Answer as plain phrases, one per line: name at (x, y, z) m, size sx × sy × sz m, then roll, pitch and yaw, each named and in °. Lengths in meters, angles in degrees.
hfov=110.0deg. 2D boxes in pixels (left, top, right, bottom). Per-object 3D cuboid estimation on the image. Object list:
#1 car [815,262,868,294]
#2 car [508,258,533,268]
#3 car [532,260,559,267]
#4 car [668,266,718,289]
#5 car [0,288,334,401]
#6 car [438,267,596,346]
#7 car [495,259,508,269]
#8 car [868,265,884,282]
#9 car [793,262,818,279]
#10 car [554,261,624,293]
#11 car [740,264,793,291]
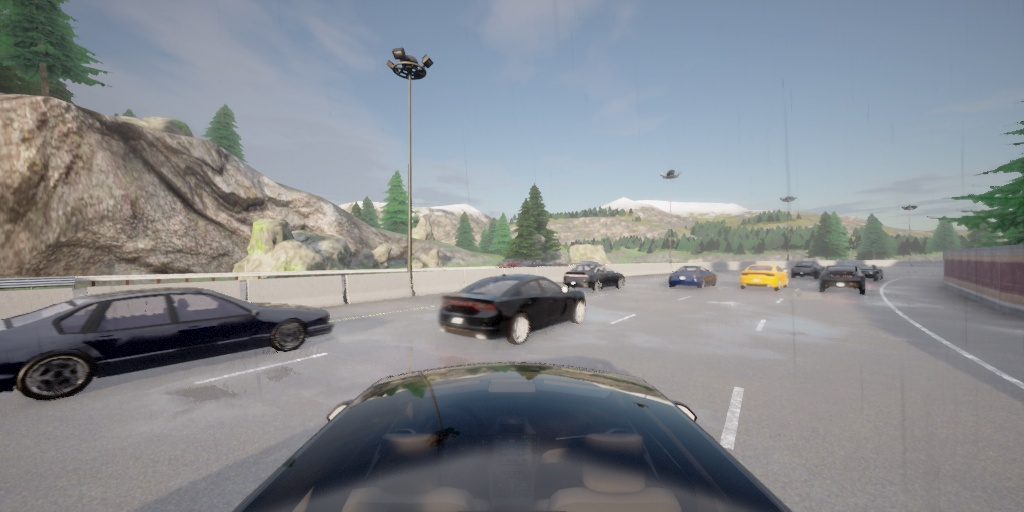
car at (18.924, 1.254, 20.488) m, size 1.837 × 1.490 × 4.892 m, roll 0°, pitch 0°, yaw 45°
car at (2.330, 1.241, 43.629) m, size 4.902 × 1.511 × 2.128 m, roll 0°, pitch 0°, yaw -43°
car at (4.769, 1.314, 41.113) m, size 4.181 × 1.385 × 1.994 m, roll 0°, pitch 0°, yaw -43°
car at (11.744, 1.314, 23.175) m, size 1.994 × 1.385 × 4.181 m, roll 0°, pitch 0°, yaw 44°
car at (-6.264, 1.297, 6.555) m, size 2.033 × 1.411 × 5.357 m, roll 0°, pitch 0°, yaw 34°
car at (0.284, 1.227, 9.671) m, size 1.882 × 1.535 × 5.008 m, roll 0°, pitch 0°, yaw 36°
car at (-0.001, 1.102, 46.225) m, size 4.553 × 1.767 × 2.097 m, roll 0°, pitch 0°, yaw -43°
car at (29.149, 1.351, 29.625) m, size 4.718 × 1.301 × 1.895 m, roll 0°, pitch 0°, yaw -39°
car at (26.502, 1.241, 31.960) m, size 4.902 × 1.511 × 2.128 m, roll 0°, pitch 0°, yaw -39°
car at (4.852, 1.241, 20.851) m, size 2.128 × 1.511 × 4.902 m, roll 0°, pitch 0°, yaw 41°
car at (15.625, 1.228, 22.142) m, size 1.882 × 1.535 × 5.008 m, roll 0°, pitch 0°, yaw 44°
